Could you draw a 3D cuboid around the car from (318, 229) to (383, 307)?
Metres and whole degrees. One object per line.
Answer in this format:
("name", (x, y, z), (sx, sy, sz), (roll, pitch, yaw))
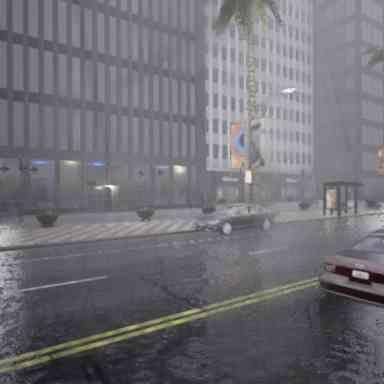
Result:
("car", (5.011, 1.486, 7.321), (5.357, 1.411, 2.033), (-1, 0, -35))

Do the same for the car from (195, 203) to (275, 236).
("car", (2.420, 1.389, 17.985), (4.892, 1.521, 2.231), (-1, 0, -35))
